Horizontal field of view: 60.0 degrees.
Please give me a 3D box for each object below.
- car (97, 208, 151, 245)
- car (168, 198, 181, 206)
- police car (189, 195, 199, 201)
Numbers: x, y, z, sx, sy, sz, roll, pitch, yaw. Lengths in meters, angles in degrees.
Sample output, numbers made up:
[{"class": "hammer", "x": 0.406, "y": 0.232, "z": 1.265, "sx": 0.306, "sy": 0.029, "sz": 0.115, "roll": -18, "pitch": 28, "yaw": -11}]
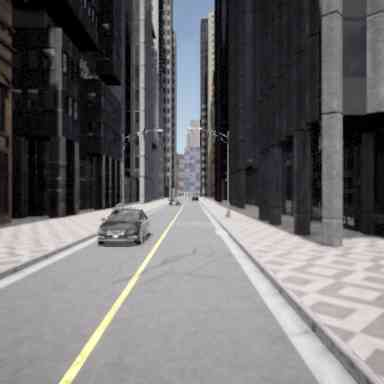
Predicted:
[{"class": "car", "x": -3.098, "y": 1.552, "z": 15.897, "sx": 1.837, "sy": 1.490, "sz": 4.892, "roll": 0, "pitch": 0, "yaw": 0}, {"class": "car", "x": -3.040, "y": 1.707, "z": 58.464, "sx": 1.812, "sy": 1.442, "sz": 4.674, "roll": 0, "pitch": 0, "yaw": 1}, {"class": "police car", "x": 0.902, "y": 1.719, "z": 90.915, "sx": 1.930, "sy": 1.638, "sz": 5.238, "roll": 0, "pitch": 0, "yaw": 0}]
